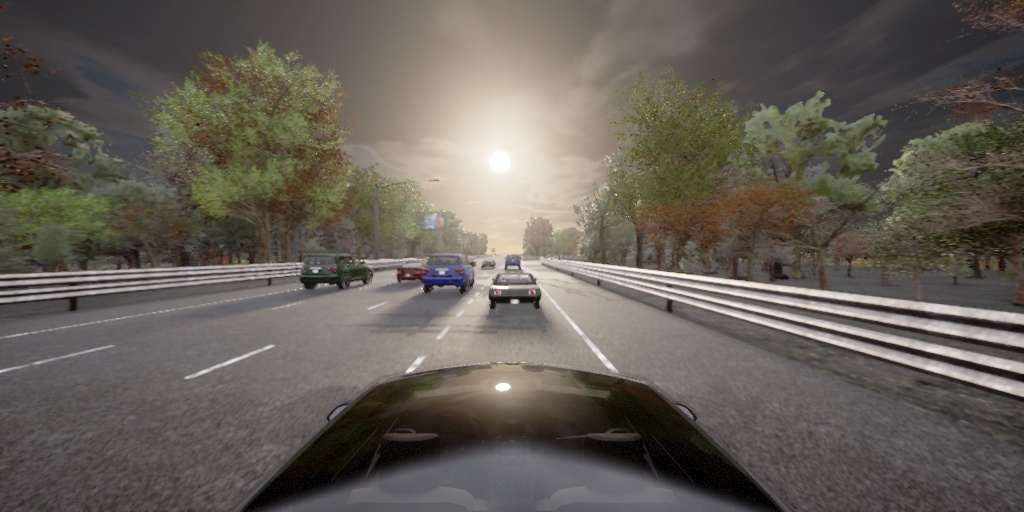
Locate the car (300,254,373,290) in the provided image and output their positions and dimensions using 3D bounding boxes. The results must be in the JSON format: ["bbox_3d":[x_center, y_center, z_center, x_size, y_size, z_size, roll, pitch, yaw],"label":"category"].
[{"bbox_3d":[-10.396,0.876,21.647,2.150,2.045,5.566,0,0,0],"label":"car"}]

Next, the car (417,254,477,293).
[{"bbox_3d":[-3.396,0.884,20.089,2.150,2.045,5.566,0,0,0],"label":"car"}]

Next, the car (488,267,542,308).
[{"bbox_3d":[0.104,1.288,14.672,1.895,1.301,4.718,0,0,0],"label":"car"}]

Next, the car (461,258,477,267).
[{"bbox_3d":[-6.886,1.046,57.976,1.994,1.385,4.181,0,0,0],"label":"car"}]

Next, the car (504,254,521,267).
[{"bbox_3d":[0.117,0.742,50.043,2.150,2.045,5.566,0,0,0],"label":"car"}]

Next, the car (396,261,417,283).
[{"bbox_3d":[-6.895,1.109,26.257,1.882,1.535,5.008,0,0,0],"label":"car"}]

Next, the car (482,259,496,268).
[{"bbox_3d":[-3.388,1.103,53.599,1.895,1.301,4.718,0,0,0],"label":"car"}]
